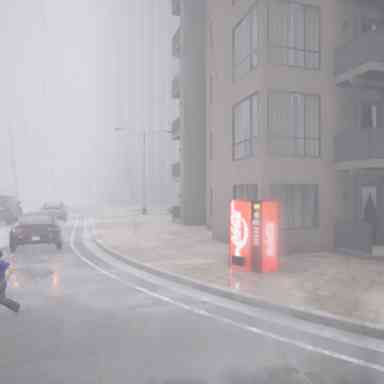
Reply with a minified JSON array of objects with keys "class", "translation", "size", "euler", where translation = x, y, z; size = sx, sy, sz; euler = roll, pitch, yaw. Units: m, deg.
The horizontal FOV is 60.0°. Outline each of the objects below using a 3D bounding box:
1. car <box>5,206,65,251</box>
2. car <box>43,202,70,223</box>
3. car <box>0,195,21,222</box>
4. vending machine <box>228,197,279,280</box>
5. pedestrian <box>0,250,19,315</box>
[{"class":"car","translation":[-6.576,1.526,14.214],"size":[1.812,1.442,4.674],"euler":[0,0,-23]},{"class":"car","translation":[-10.340,1.491,24.987],"size":[2.128,1.511,4.902],"euler":[0,0,-18]},{"class":"car","translation":[-13.528,1.223,23.428],"size":[2.150,2.045,5.566],"euler":[0,0,-18]},{"class":"vending machine","translation":[1.700,1.195,9.166],"size":[1.100,2.100,0.880],"euler":[0,0,-42]},{"class":"pedestrian","translation":[-3.369,1.574,5.895],"size":[0.375,1.300,0.375],"euler":[0,0,-40]}]
